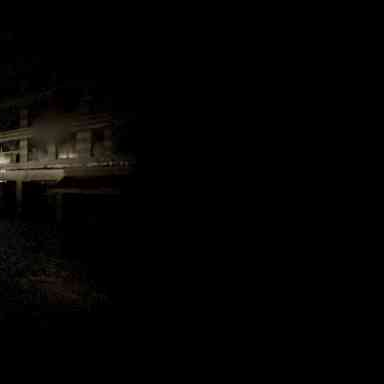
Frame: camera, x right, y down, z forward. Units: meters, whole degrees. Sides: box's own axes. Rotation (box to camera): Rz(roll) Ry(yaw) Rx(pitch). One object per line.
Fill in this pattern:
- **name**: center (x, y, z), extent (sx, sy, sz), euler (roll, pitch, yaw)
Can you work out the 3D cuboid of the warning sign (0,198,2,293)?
- **warning sign**: center (-4.548, 1.037, 6.314), extent (1.060, 1.860, 1.300), euler (1, 0, 35)
